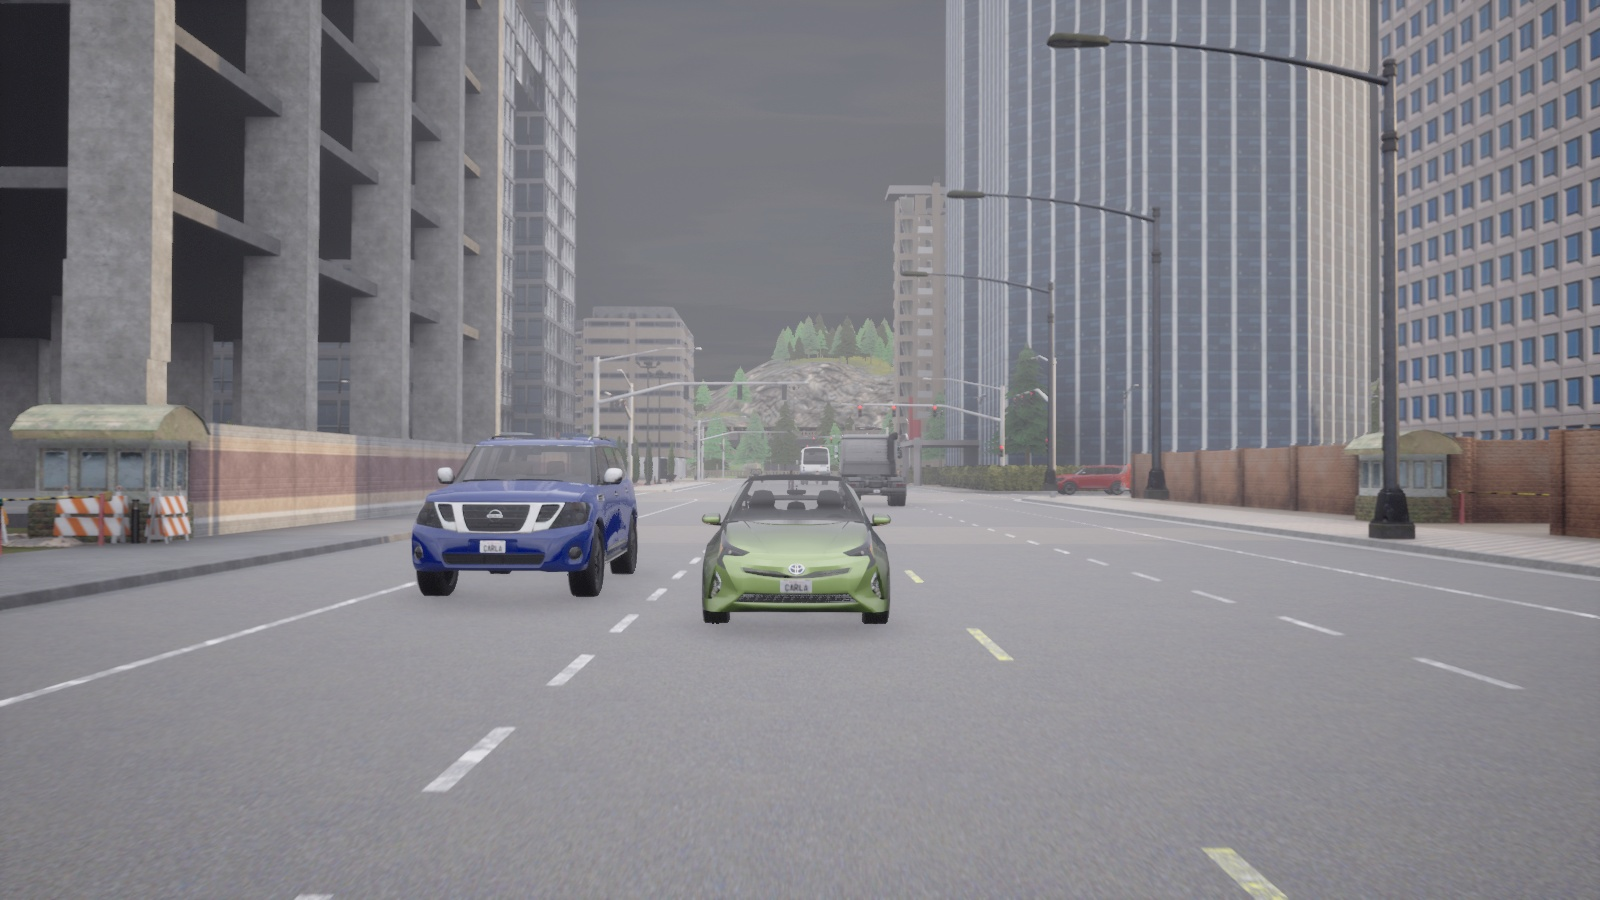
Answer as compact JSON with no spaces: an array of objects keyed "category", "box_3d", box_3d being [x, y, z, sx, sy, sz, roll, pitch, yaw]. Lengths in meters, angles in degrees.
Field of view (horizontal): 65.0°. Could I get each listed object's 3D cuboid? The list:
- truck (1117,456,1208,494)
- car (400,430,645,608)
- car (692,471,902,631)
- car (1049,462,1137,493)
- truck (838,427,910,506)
[{"category":"truck","box_3d":[23.939,1.624,83.154,5.204,2.467,2.627,0,-1,-1]},{"category":"car","box_3d":[-3.541,0.837,17.271,2.150,2.045,5.566,0,-1,0]},{"category":"car","box_3d":[-0.034,1.001,14.271,2.007,1.525,4.514,0,-1,0]},{"category":"car","box_3d":[20.151,1.903,86.607,5.566,2.045,2.150,0,-1,-1]},{"category":"truck","box_3d":[3.356,0.809,59.117,2.891,3.462,7.936,0,-1,0]}]
